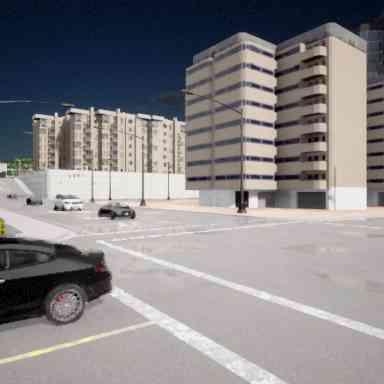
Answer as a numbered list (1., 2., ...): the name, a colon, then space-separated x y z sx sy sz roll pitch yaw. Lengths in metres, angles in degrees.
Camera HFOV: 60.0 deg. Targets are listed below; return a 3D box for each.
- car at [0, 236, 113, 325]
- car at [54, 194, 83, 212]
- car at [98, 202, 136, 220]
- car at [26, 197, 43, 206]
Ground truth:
1. car: -3.673 1.527 5.566 4.674 1.442 1.812 0 0 -36
2. car: -14.755 1.221 39.446 2.150 2.045 5.566 0 0 -36
3. car: -6.370 1.564 28.026 1.994 1.385 4.181 0 0 -36
4. car: -26.175 1.492 55.160 1.882 1.535 5.008 0 0 -36
